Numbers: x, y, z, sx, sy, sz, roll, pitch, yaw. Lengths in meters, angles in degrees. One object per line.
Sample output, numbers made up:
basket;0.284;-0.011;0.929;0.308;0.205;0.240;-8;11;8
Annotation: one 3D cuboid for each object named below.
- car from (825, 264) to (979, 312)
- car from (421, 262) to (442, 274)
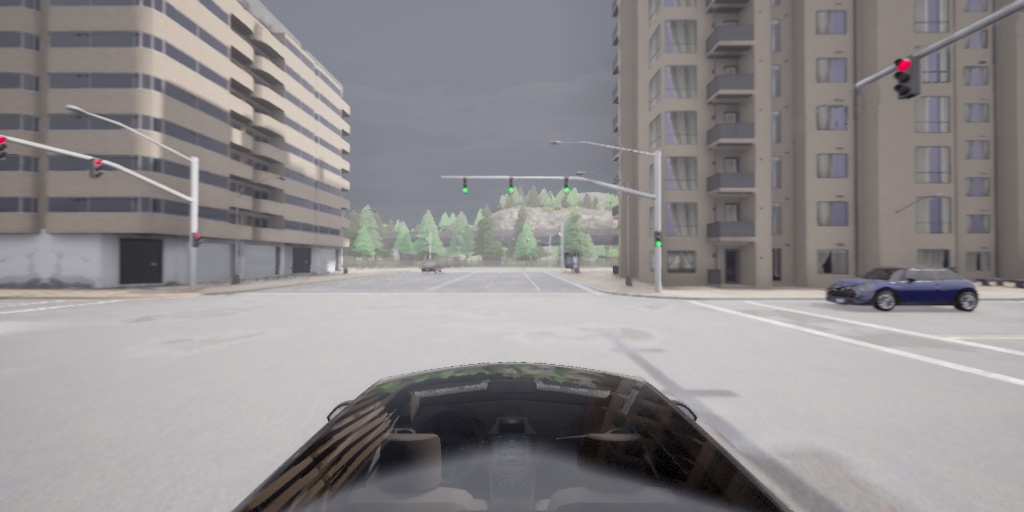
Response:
car;15.483;1.208;14.467;4.553;1.767;2.097;0;0;1
car;-10.516;1.485;47.045;1.882;1.535;5.008;0;0;0
